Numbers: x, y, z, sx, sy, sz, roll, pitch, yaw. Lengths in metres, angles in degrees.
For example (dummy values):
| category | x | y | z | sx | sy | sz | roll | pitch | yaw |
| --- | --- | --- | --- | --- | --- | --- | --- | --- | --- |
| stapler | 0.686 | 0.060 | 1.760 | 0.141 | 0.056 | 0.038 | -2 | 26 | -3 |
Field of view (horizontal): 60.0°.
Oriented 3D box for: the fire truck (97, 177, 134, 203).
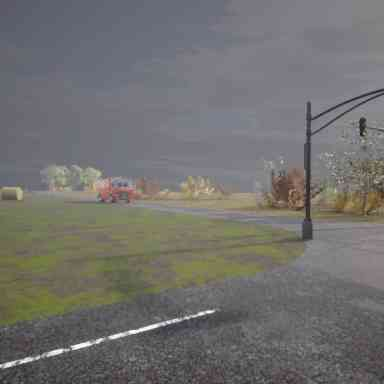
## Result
| category | x | y | z | sx | sy | sz | roll | pitch | yaw |
| --- | --- | --- | --- | --- | --- | --- | --- | --- | --- |
| fire truck | -11.714 | -0.354 | 50.084 | 2.891 | 3.827 | 8.468 | 1 | 0 | -32 |
